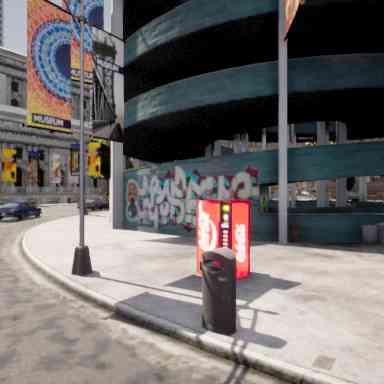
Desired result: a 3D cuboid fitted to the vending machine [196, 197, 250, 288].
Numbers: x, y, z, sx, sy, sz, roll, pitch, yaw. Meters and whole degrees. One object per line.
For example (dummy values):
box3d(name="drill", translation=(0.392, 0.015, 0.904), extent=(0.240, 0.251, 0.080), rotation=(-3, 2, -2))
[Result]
box3d(name="vending machine", translation=(0.791, 1.195, 8.448), extent=(0.880, 2.100, 1.100), rotation=(0, 0, 45))

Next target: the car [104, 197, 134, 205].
box3d(name="car", translation=(-12.905, 1.547, 59.124), extent=(2.033, 1.411, 5.357), rotation=(0, 0, 35))

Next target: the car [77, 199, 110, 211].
box3d(name="car", translation=(-11.649, 1.547, 40.963), extent=(2.033, 1.411, 5.357), rotation=(0, 0, 25))

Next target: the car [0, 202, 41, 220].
box3d(name="car", translation=(-14.281, 1.526, 27.606), extent=(1.812, 1.442, 4.674), rotation=(0, 0, 0))
